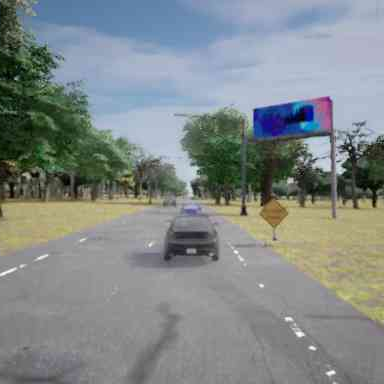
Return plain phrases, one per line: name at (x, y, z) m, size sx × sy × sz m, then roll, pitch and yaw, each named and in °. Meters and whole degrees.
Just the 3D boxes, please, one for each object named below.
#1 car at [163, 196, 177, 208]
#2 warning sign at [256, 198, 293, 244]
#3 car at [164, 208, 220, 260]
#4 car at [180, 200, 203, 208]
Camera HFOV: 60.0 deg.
car at (-3.811, 1.630, 57.795) m, size 2.150 × 2.045 × 5.566 m, roll 0°, pitch -1°, yaw 0°
warning sign at (3.478, 1.188, 14.123) m, size 1.300 × 1.860 × 1.060 m, roll -1°, pitch -1°, yaw 0°
car at (-0.006, 1.572, 12.655) m, size 1.837 × 1.490 × 4.892 m, roll 0°, pitch 0°, yaw 0°
car at (-0.073, 1.690, 28.347) m, size 1.812 × 1.442 × 4.674 m, roll 0°, pitch 0°, yaw 0°
